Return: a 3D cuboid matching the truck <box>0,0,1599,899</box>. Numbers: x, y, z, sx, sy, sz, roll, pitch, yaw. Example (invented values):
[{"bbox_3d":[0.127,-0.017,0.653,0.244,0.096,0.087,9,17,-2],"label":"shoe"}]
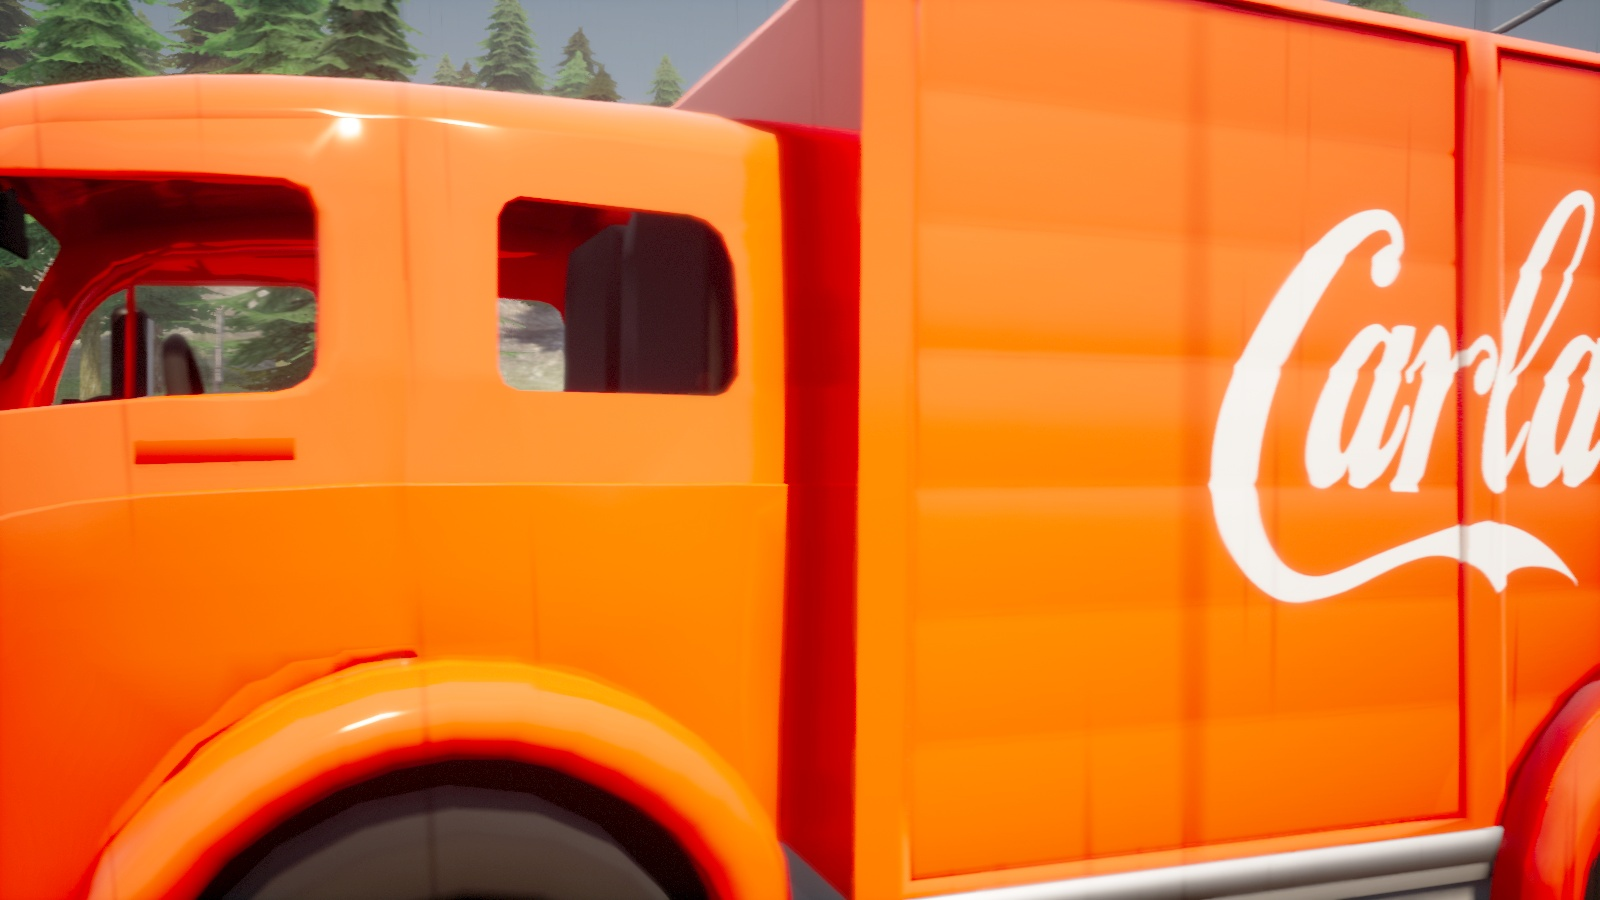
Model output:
[{"bbox_3d":[0.460,0.257,3.409,5.204,2.467,2.627,-1,1,-21],"label":"truck"}]
